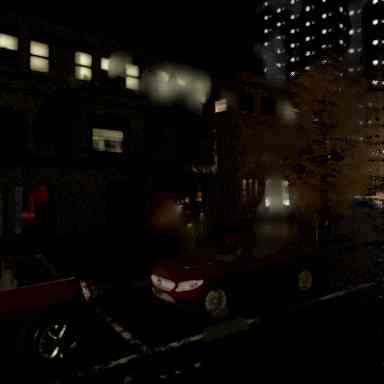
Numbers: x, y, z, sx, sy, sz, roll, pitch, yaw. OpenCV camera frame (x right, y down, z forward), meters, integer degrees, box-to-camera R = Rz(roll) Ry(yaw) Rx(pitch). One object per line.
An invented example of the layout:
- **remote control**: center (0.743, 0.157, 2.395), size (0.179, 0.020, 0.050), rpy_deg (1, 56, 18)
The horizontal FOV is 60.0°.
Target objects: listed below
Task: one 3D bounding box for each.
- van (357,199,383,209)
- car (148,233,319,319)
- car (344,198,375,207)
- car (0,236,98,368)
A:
- **van**: center (24.333, 1.473, 46.507), size (1.690, 1.788, 3.998), rpy_deg (0, 0, -35)
- **car**: center (1.089, 1.597, 7.332), size (4.206, 1.307, 1.802), rpy_deg (0, 0, -35)
- **car**: center (28.049, 1.688, 55.842), size (1.802, 1.307, 4.206), rpy_deg (0, 0, -35)
- **car**: center (-3.413, 1.439, 4.131), size (4.097, 1.590, 1.967), rpy_deg (0, 0, -35)
